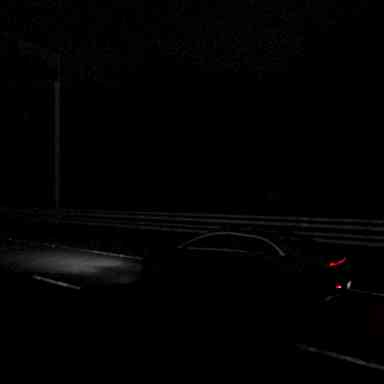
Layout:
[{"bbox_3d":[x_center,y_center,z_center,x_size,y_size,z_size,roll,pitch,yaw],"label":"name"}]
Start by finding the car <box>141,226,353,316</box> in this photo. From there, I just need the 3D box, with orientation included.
[{"bbox_3d":[0.964,1.530,7.616,4.902,1.511,2.128,-1,0,36],"label":"car"}]
